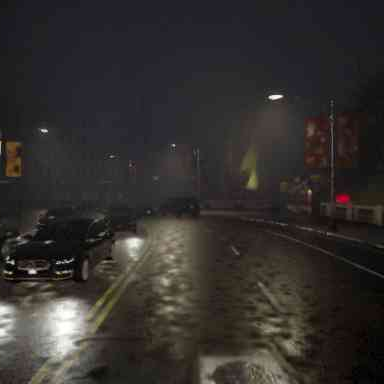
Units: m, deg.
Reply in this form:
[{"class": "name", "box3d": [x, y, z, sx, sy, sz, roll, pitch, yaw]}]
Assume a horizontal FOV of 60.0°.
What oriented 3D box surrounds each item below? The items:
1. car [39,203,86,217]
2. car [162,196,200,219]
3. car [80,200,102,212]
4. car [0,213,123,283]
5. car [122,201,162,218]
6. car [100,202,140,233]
[{"class": "car", "box3d": [-7.782, 1.647, 19.865, 1.837, 1.490, 4.892, 0, 0, -10]}, {"class": "car", "box3d": [-1.283, 1.453, 32.732, 2.150, 2.045, 5.566, 0, 0, -29]}, {"class": "car", "box3d": [-13.460, 1.811, 42.924, 4.892, 1.490, 1.837, 0, -1, 43]}, {"class": "car", "box3d": [-3.597, 1.578, 9.950, 1.837, 1.490, 4.892, 0, -1, 0]}, {"class": "car", "box3d": [-4.893, 1.790, 32.005, 1.994, 1.385, 4.181, 0, -1, -29]}, {"class": "car", "box3d": [-4.365, 1.624, 20.569, 1.882, 1.535, 5.008, 0, 0, -10]}]
